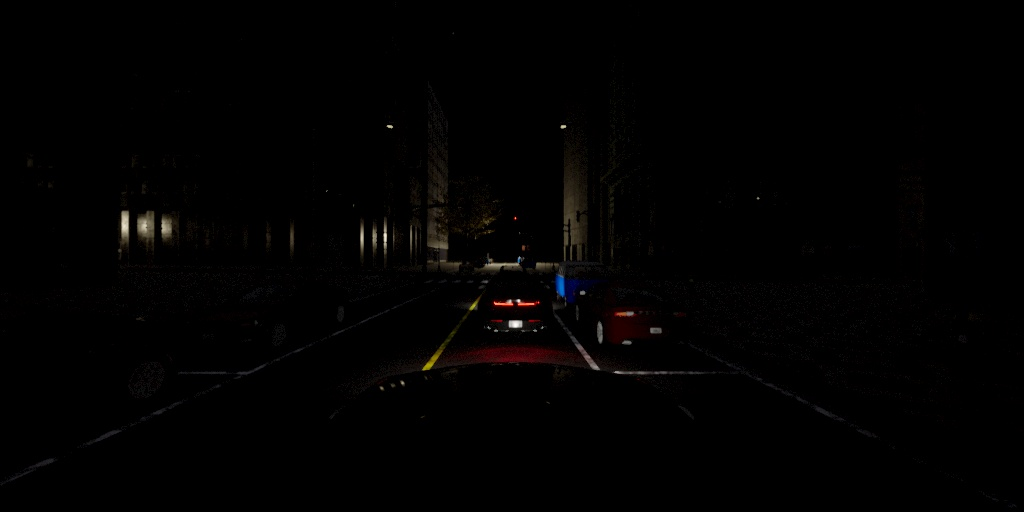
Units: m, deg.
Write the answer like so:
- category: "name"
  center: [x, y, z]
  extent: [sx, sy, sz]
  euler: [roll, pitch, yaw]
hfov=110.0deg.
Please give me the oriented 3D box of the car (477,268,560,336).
- category: "car"
  center: [0.074, 1.253, 10.339]
  extent: [1.837, 1.490, 4.892]
  euler: [0, 0, 0]

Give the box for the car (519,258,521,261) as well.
- category: "car"
  center: [2.578, 1.326, 58.026]
  extent: [1.948, 1.339, 4.313]
  euler: [0, 0, 0]

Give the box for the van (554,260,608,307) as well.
- category: "van"
  center: [2.736, 1.088, 14.630]
  extent: [1.690, 1.789, 3.998]
  euler: [0, 0, 0]

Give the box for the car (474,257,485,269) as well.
- category: "car"
  center: [-5.946, 1.305, 57.767]
  extent: [1.888, 1.381, 4.507]
  euler: [0, 0, 0]

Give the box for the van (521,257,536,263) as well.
- category: "van"
  center: [2.596, 1.098, 52.614]
  extent: [1.690, 1.789, 3.998]
  euler: [0, 0, 0]

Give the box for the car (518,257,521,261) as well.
- category: "car"
  center: [2.560, 1.309, 63.440]
  extent: [1.888, 1.381, 4.507]
  euler: [0, 0, 0]

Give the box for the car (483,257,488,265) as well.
- category: "car"
  center: [-5.964, 1.079, 63.056]
  extent: [2.192, 1.841, 5.009]
  euler: [0, 0, 0]

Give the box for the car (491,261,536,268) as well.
- category: "car"
  center: [0.047, 1.239, 19.758]
  extent: [2.128, 1.511, 4.902]
  euler: [0, 0, -1]

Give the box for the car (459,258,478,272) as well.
- category: "car"
  center: [-5.917, 1.280, 47.017]
  extent: [1.751, 1.417, 4.829]
  euler: [0, 0, 0]

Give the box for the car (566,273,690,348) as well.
- category: "car"
  center: [2.753, 1.293, 9.105]
  extent: [1.888, 1.381, 4.507]
  euler: [0, 0, 0]

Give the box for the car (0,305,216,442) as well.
- category: "car"
  center: [-5.782, 1.294, 3.569]
  extent: [1.888, 1.381, 4.507]
  euler: [0, 0, 0]

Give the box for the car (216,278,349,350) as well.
- category: "car"
  center: [-5.802, 1.293, 9.095]
  extent: [1.888, 1.381, 4.507]
  euler: [0, 0, 0]
